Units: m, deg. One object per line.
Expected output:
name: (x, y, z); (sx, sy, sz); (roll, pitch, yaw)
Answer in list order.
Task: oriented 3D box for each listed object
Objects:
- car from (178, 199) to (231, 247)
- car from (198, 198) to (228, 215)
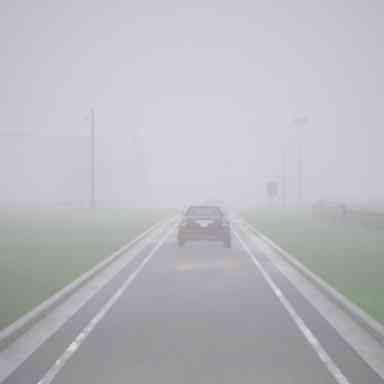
car: (0.547, 1.283, 14.926); (2.097, 1.767, 4.553); (0, 0, 2)
car: (2.293, 1.393, 33.963); (2.033, 1.411, 5.357); (0, 0, 15)
